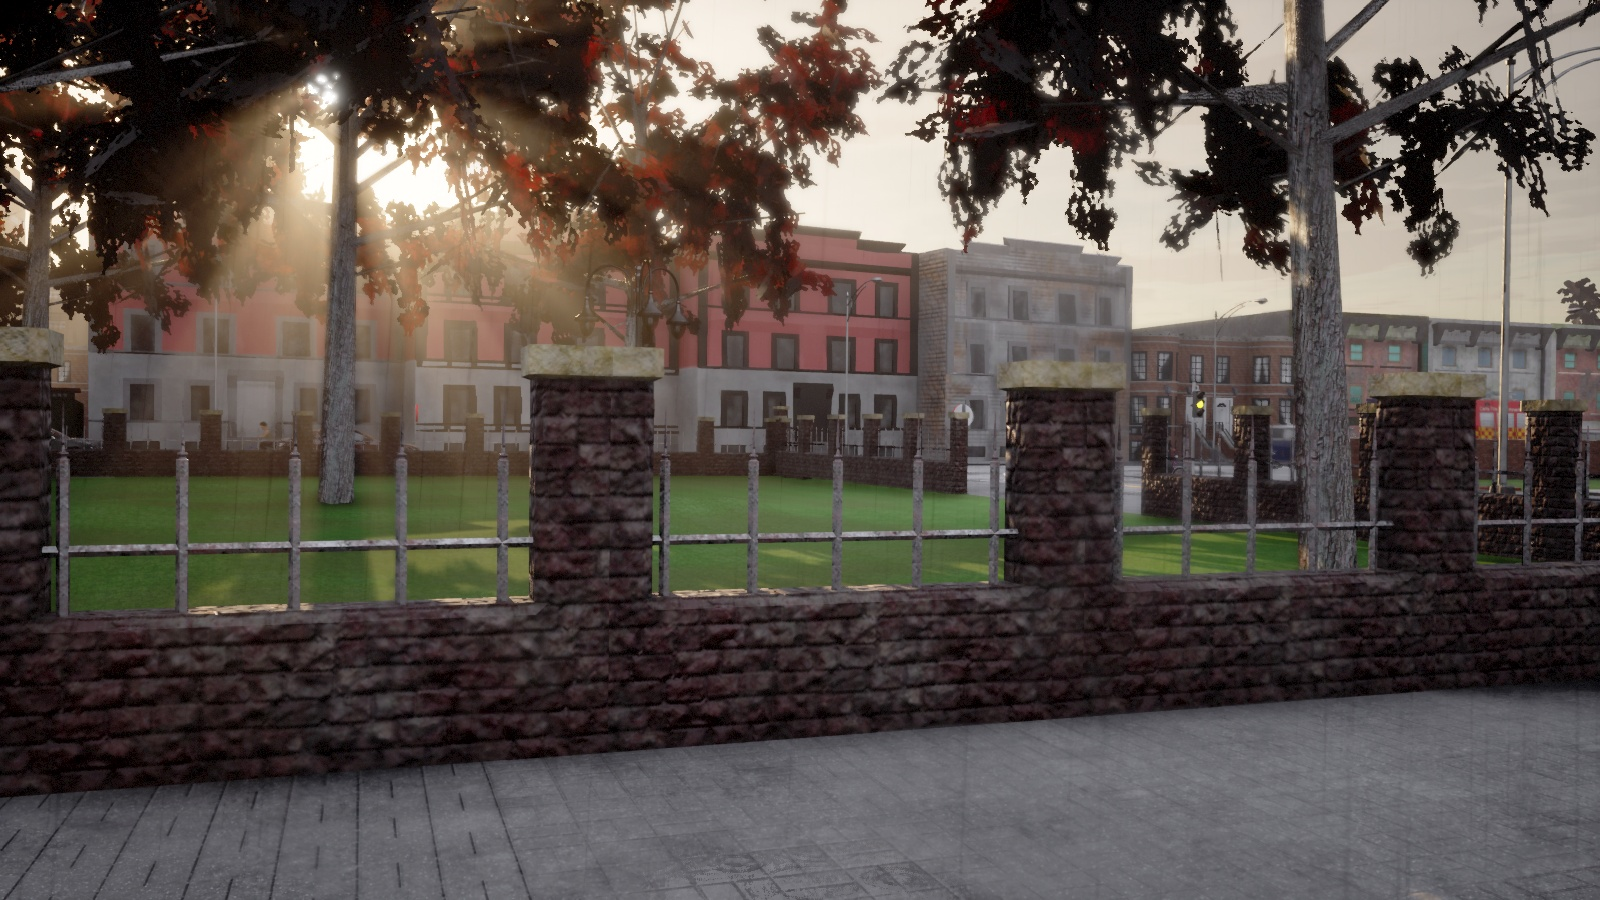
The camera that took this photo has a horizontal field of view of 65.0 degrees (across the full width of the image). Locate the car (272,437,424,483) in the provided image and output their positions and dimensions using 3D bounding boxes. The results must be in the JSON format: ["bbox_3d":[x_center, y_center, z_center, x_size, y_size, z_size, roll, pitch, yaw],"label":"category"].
[{"bbox_3d":[-15.118,0.301,42.160,4.674,1.442,1.812,-1,1,-19],"label":"car"}]

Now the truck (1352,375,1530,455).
[{"bbox_3d":[32.092,-1.736,62.869,8.468,3.827,2.891,-1,1,-19],"label":"truck"}]

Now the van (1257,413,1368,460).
[{"bbox_3d":[22.589,-0.593,55.332,4.442,1.987,1.775,-1,1,-19],"label":"van"}]

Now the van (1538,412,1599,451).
[{"bbox_3d":[41.292,-0.970,66.074,4.442,1.987,1.775,-1,1,-19],"label":"van"}]

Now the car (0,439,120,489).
[{"bbox_3d":[-24.059,0.428,39.022,4.892,1.490,1.837,-1,1,-19],"label":"car"}]
